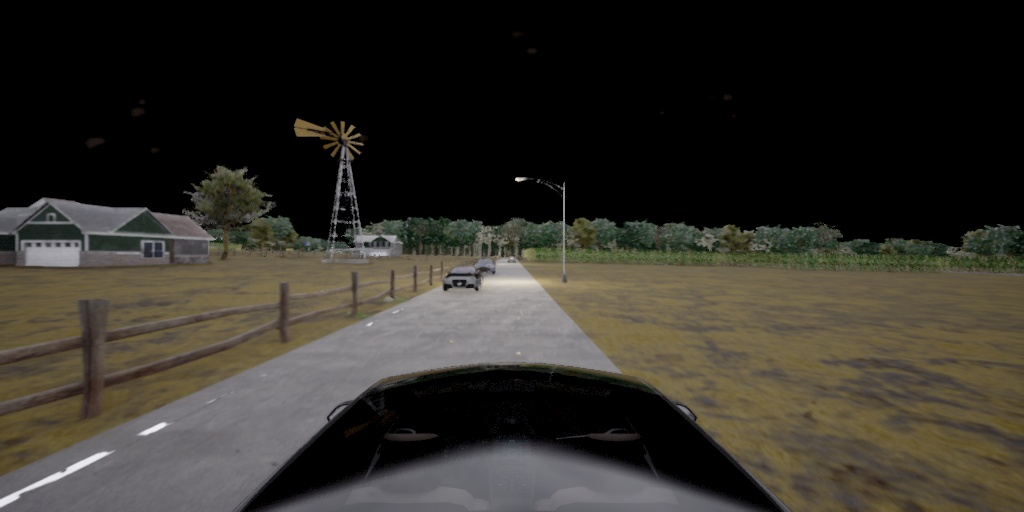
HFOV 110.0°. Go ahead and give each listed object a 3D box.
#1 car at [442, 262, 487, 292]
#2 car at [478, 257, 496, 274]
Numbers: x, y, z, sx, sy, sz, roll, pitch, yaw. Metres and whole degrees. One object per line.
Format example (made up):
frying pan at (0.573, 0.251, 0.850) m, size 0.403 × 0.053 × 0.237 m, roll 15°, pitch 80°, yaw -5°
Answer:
car at (-2.781, 1.277, 21.076) m, size 1.994 × 1.385 × 4.181 m, roll 0°, pitch 0°, yaw 1°
car at (-2.759, 0.993, 37.462) m, size 2.097 × 1.767 × 4.553 m, roll 0°, pitch 0°, yaw 0°
